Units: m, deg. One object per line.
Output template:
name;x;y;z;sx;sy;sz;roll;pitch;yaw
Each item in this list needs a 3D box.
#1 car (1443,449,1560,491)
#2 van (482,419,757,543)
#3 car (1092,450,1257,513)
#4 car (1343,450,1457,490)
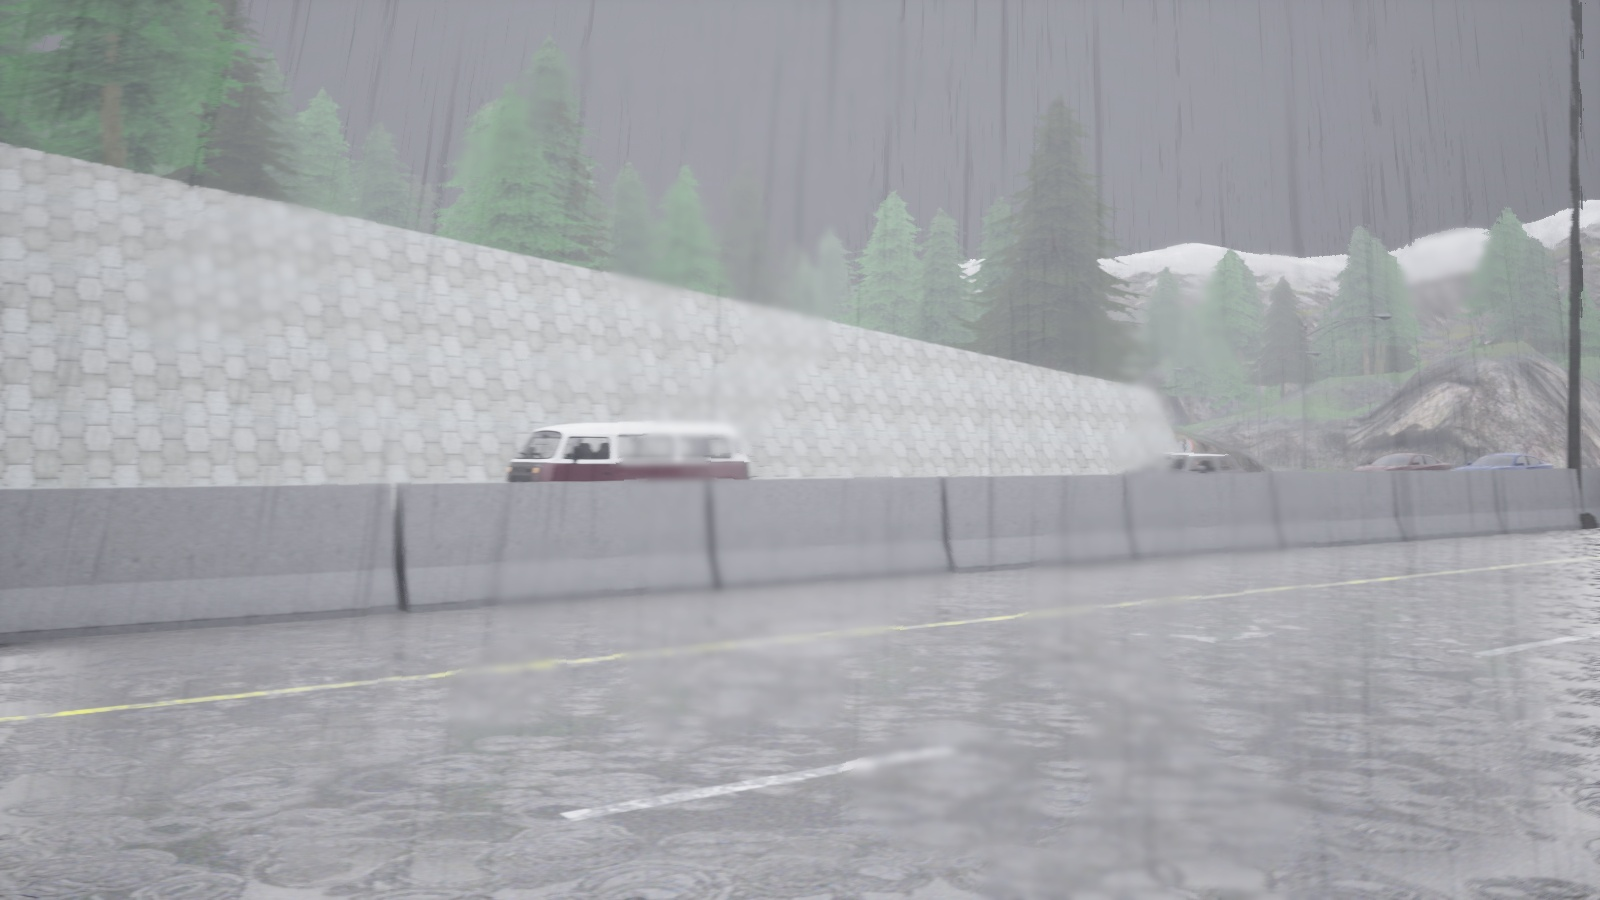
car;26.760;0.742;47.872;5.008;1.535;1.882;0;0;-35
van;-3.219;0.524;22.741;4.480;2.038;2.069;0;0;-35
car;9.444;0.746;31.610;3.806;1.475;1.970;0;0;-33
car;24.033;0.754;50.238;5.008;1.535;1.882;0;0;-35
